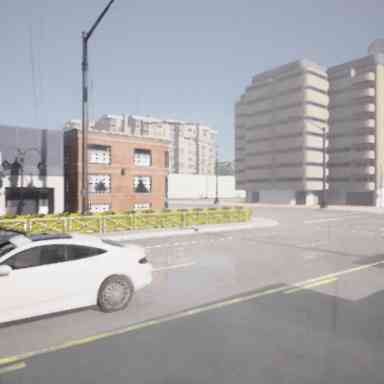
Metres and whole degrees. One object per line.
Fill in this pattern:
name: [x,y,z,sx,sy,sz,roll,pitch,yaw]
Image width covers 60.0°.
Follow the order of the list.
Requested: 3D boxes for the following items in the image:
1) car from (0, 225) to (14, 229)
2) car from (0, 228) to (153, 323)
car: [-5.609,1.565,8.590,4.181,1.385,1.994,0,0,-36]
car: [-2.976,1.526,6.162,4.674,1.442,1.812,0,0,-36]
